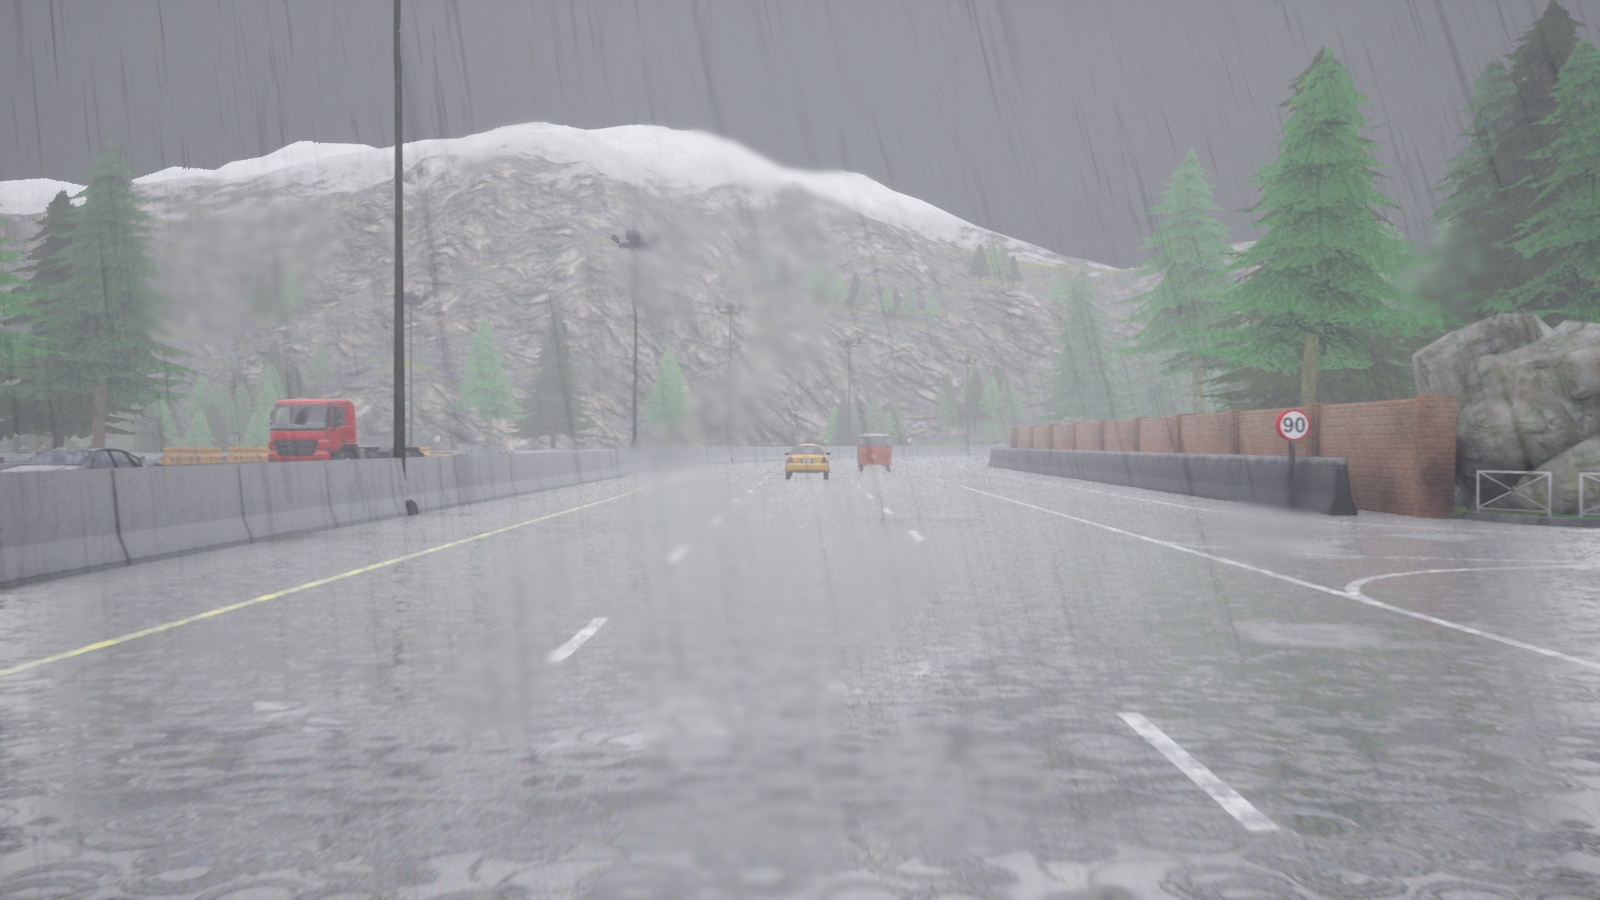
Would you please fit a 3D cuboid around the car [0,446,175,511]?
[{"bbox_3d":[-17.318,0.611,30.066,2.033,1.411,5.357,0,0,0],"label":"car"}]

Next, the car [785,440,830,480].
[{"bbox_3d":[0.323,0.386,53.159,1.801,1.575,5.366,0,0,1],"label":"car"}]

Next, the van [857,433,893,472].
[{"bbox_3d":[3.992,0.123,67.368,1.775,1.987,4.442,0,0,2],"label":"van"}]

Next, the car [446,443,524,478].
[{"bbox_3d":[-13.674,0.427,54.757,2.163,1.488,4.792,0,0,0],"label":"car"}]

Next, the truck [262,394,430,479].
[{"bbox_3d":[-19.668,-0.562,55.069,2.891,3.462,7.936,0,0,15],"label":"truck"}]
